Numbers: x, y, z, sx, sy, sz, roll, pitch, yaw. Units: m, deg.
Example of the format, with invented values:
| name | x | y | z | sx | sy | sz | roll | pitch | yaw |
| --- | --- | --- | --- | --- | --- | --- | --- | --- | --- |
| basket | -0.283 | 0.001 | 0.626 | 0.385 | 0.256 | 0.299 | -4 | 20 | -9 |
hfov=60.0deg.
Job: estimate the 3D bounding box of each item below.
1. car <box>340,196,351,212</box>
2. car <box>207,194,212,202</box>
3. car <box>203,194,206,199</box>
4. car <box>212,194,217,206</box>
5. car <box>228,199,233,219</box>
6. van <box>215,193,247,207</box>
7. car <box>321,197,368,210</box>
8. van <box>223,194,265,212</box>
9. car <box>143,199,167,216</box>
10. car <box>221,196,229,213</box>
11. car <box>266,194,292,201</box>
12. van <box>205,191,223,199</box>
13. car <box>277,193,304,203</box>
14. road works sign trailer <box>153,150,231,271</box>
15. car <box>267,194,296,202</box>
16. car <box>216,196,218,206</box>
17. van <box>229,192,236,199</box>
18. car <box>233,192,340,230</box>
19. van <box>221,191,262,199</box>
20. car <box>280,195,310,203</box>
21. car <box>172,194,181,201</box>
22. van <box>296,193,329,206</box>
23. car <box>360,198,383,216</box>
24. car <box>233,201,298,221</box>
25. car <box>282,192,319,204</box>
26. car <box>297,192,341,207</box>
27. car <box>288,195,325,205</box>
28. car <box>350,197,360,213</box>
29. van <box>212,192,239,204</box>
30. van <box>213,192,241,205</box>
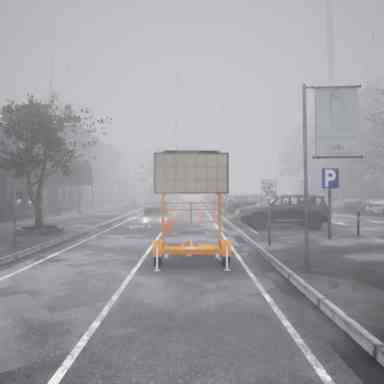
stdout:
| name | x | y | z | sx | sy | sz | roll | pitch | yaw |
| --- | --- | --- | --- | --- | --- | --- | --- | --- | --- |
| car | 18.719 | 1.429 | 35.379 | 5.008 | 1.535 | 2.097 | 0 | 0 | 0 |
| car | 5.563 | 1.073 | 51.427 | 5.566 | 2.045 | 2.435 | 0 | 1 | 0 |
| car | 5.505 | 0.909 | 68.247 | 5.566 | 2.045 | 2.435 | 0 | 1 | 0 |
| car | 5.616 | 1.374 | 45.821 | 4.892 | 1.521 | 2.231 | 0 | 0 | 0 |
| car | 5.500 | 1.450 | 23.388 | 5.366 | 1.575 | 1.946 | 0 | 0 | 0 |
| van | 5.717 | 1.126 | 48.627 | 4.442 | 1.987 | 1.878 | 0 | 0 | 0 |
| car | 18.676 | 1.438 | 40.928 | 4.792 | 1.488 | 2.163 | 0 | 0 | 0 |
| van | 5.754 | 1.194 | 37.407 | 4.442 | 1.987 | 1.878 | 0 | 0 | 0 |
| car | -3.412 | 1.412 | 31.601 | 1.882 | 1.535 | 5.008 | 0 | 0 | 0 |
| car | 5.652 | 1.437 | 31.798 | 5.008 | 1.535 | 2.097 | 0 | 0 | 0 |
| car | 18.609 | 1.131 | 71.468 | 4.892 | 1.521 | 2.231 | 0 | 1 | 0 |
| van | 5.370 | 0.798 | 82.262 | 4.442 | 1.987 | 1.878 | 0 | 1 | 0 |
| car | 18.662 | 1.086 | 63.140 | 4.553 | 1.767 | 2.185 | 0 | 1 | 0 |
| road works sign trailer | -0.025 | 0.457 | 10.842 | 2.380 | 3.560 | 2.880 | 0 | 0 | -1 |
| car | 18.427 | 1.154 | 68.691 | 5.366 | 1.575 | 1.946 | 0 | 1 | 0 |
| car | 5.658 | 1.439 | 40.211 | 4.792 | 1.488 | 2.163 | 0 | 0 | 0 |
| van | 5.783 | 1.217 | 28.995 | 4.442 | 1.987 | 1.878 | 0 | 0 | 0 |
| car | 5.666 | 1.207 | 20.585 | 5.566 | 2.045 | 2.435 | 0 | 0 | 0 |
| van | 5.531 | 1.205 | 34.605 | 4.442 | 1.987 | 1.878 | 0 | 0 | 0 |
| car | 18.612 | 1.268 | 60.365 | 4.792 | 1.488 | 2.163 | 0 | 1 | 0 |
| car | -3.394 | 1.172 | 72.050 | 2.128 | 1.511 | 4.902 | 0 | 1 | 0 |
| van | 18.785 | 1.094 | 52.037 | 4.442 | 1.987 | 1.878 | 0 | 1 | 0 |
| car | 18.714 | 1.191 | 29.826 | 5.566 | 2.045 | 2.435 | 0 | 0 | 0 |
| car | 5.678 | 1.488 | 26.192 | 4.674 | 1.452 | 2.002 | 0 | 0 | 0 |
| car | 18.678 | 1.014 | 57.587 | 5.566 | 2.045 | 2.435 | 0 | 1 | 0 |
| car | 18.706 | 1.096 | 49.260 | 5.566 | 2.045 | 2.435 | 0 | 1 | 0 |
| car | 18.845 | 1.290 | 54.814 | 5.366 | 1.575 | 1.946 | 0 | 1 | 0 |
| car | 18.728 | 1.438 | 32.601 | 4.892 | 1.521 | 2.231 | 0 | 0 | 0 |
| van | 5.688 | 1.044 | 57.035 | 4.442 | 1.987 | 1.878 | 0 | 1 | 0 |
| van | 5.698 | 1.071 | 54.232 | 4.442 | 1.987 | 1.878 | 0 | 1 | 0 |
